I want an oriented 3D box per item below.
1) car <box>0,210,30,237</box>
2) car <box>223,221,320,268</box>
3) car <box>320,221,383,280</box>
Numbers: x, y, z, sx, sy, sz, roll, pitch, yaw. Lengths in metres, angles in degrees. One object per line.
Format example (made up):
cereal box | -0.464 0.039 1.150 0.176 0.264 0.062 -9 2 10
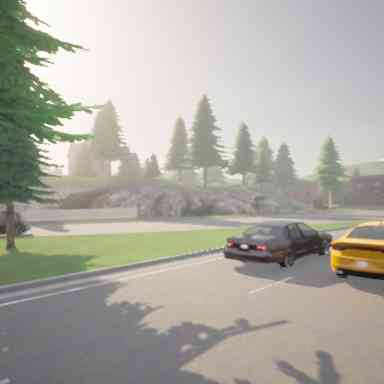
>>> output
car | -13.115 2.024 21.643 4.553 1.767 2.097 -1 -1 -19
car | 3.368 1.761 12.198 2.033 1.411 5.357 -2 -2 44
car | 5.850 1.601 9.810 1.882 1.535 5.008 -2 -2 45
